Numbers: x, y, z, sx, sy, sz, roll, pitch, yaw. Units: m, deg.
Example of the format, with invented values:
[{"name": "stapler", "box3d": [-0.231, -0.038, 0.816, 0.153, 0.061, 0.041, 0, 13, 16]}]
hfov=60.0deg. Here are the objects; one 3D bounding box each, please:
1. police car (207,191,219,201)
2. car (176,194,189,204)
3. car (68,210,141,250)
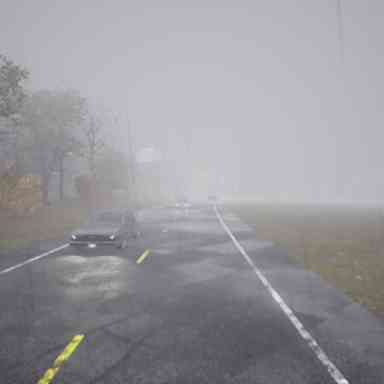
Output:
[{"name": "police car", "box3d": [4.138, 1.055, 68.954, 1.930, 1.638, 5.238, 0, 0, 5]}, {"name": "car", "box3d": [-1.517, 1.194, 55.772, 1.837, 1.490, 4.892, 0, 1, 5]}, {"name": "car", "box3d": [-3.442, 1.473, 14.268, 2.033, 1.411, 5.357, 0, 0, 1]}]
